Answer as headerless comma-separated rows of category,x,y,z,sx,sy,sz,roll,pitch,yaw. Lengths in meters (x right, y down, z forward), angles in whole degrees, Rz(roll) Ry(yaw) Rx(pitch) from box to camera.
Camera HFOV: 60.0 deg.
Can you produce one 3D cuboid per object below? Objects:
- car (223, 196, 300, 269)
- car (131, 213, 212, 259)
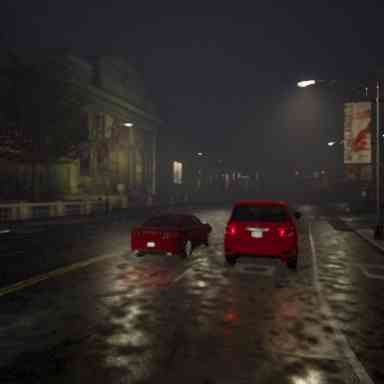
car,2.612,1.290,11.806,2.150,2.045,5.566,0,0,18
car,-0.591,1.540,13.033,1.882,1.535,5.008,0,0,17
